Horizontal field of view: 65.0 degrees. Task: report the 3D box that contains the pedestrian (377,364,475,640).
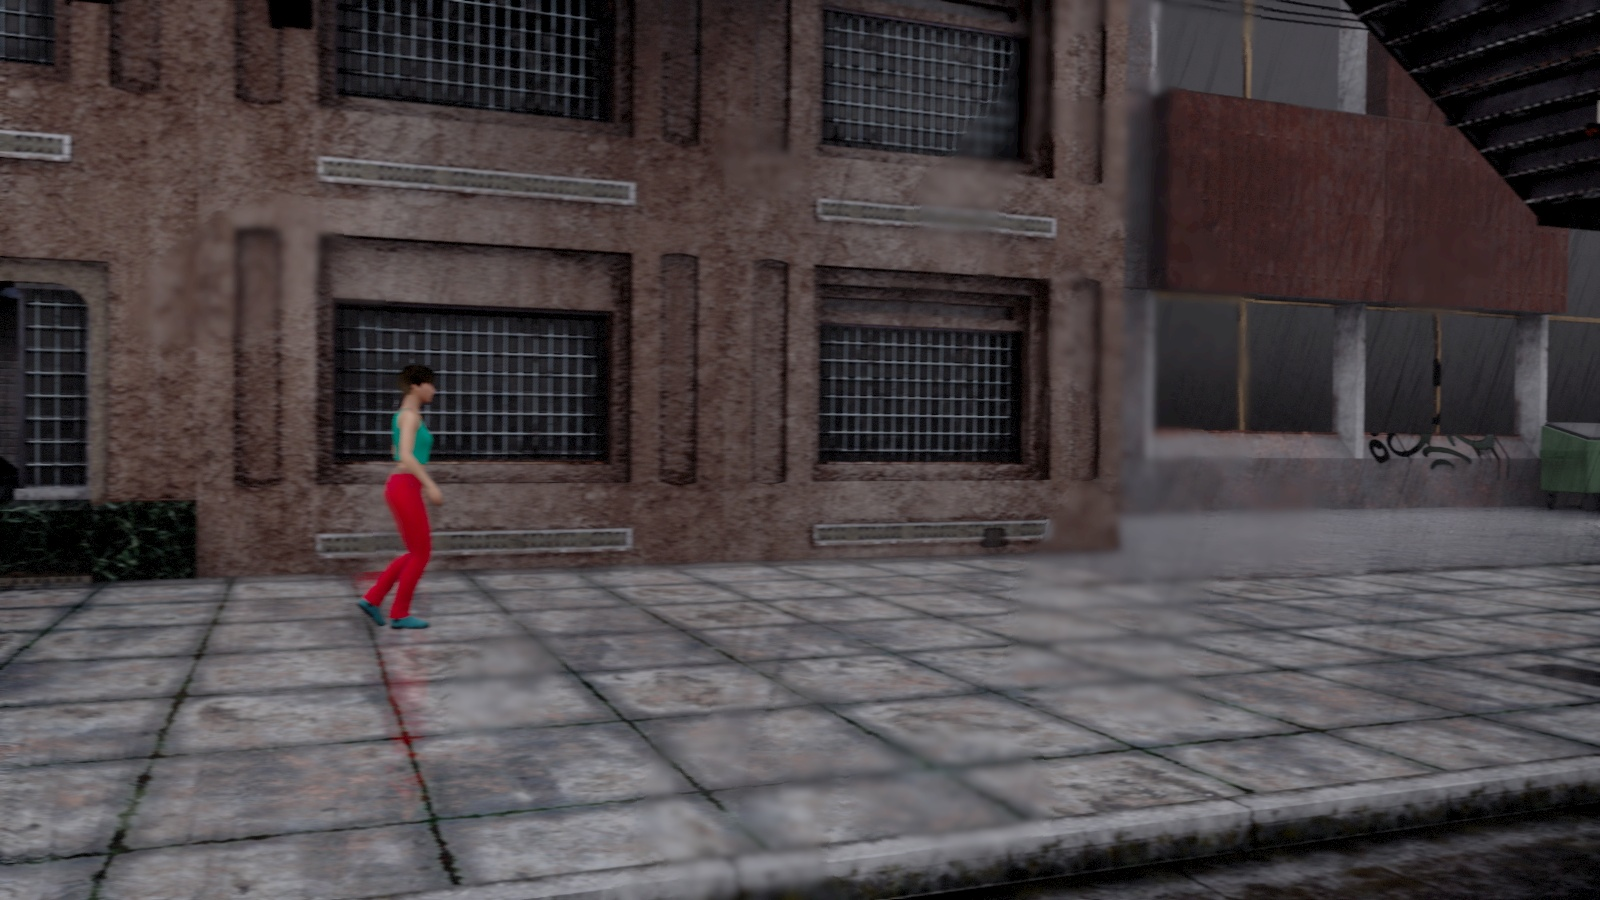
[{"bbox_3d":[-2.567,0.342,8.616,0.594,1.836,0.345,-1,1,-21],"label":"pedestrian"}]
